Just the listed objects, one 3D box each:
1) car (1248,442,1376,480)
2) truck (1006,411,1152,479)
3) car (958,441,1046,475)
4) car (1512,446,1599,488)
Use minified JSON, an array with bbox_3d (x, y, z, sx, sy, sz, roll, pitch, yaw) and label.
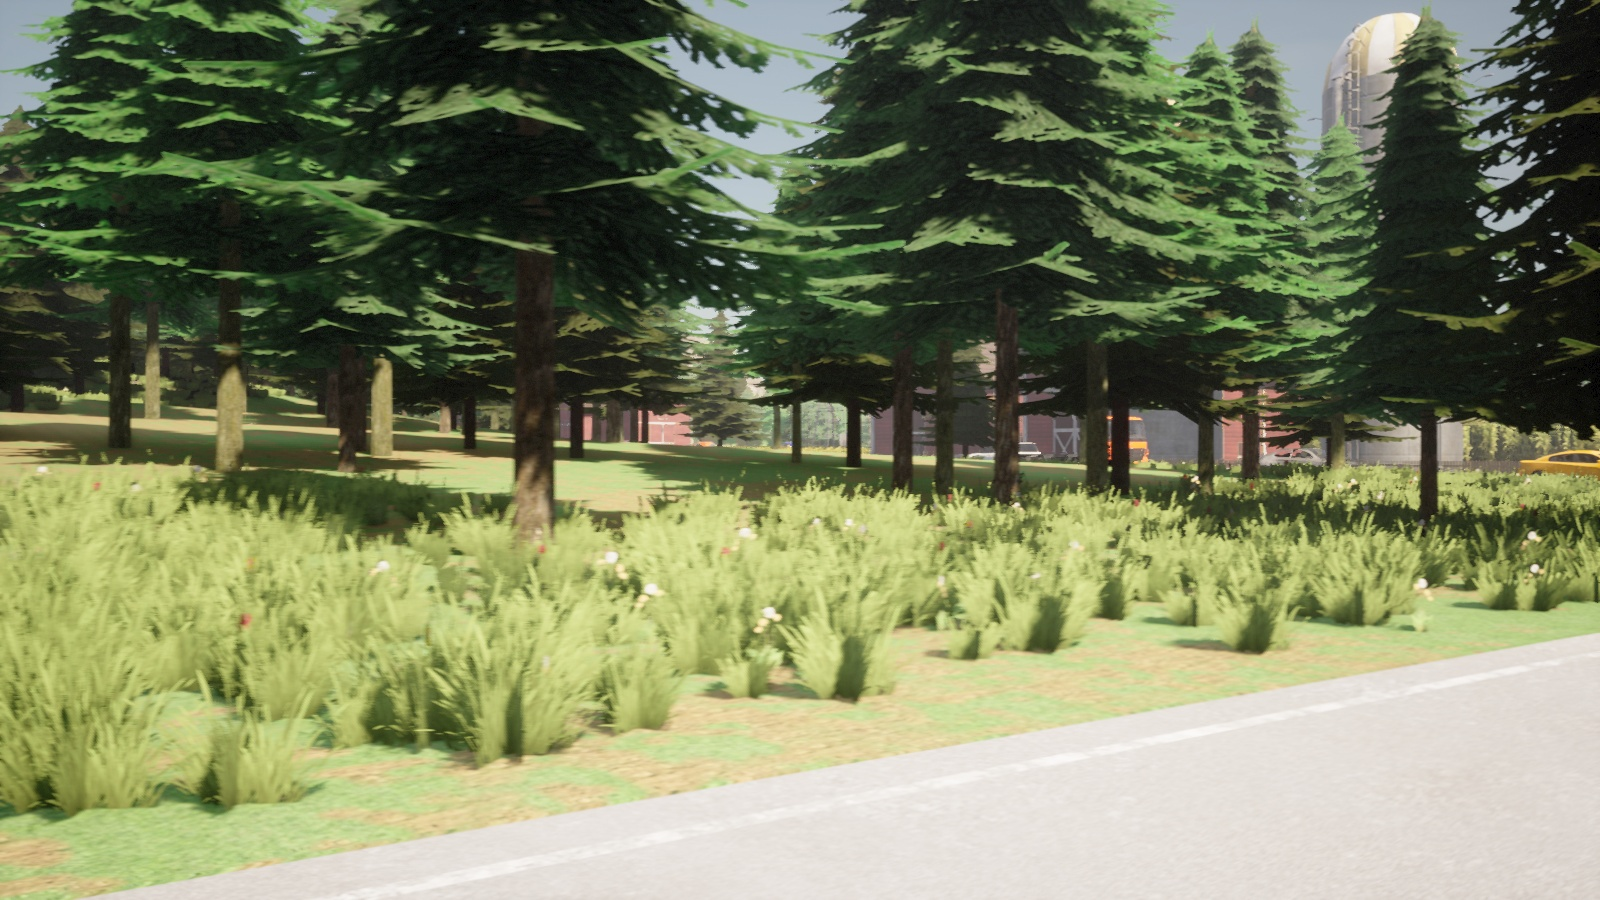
[{"bbox_3d":[23.086,0.474,56.788,2.152,1.651,5.027,0,0,-34],"label":"car"},{"bbox_3d":[15.069,-0.241,68.542,2.891,3.462,7.936,0,0,-34],"label":"truck"},{"bbox_3d":[12.565,0.490,78.424,2.150,2.045,5.566,0,0,-34],"label":"car"},{"bbox_3d":[29.733,0.635,47.044,1.882,1.535,5.008,0,0,-34],"label":"car"}]
